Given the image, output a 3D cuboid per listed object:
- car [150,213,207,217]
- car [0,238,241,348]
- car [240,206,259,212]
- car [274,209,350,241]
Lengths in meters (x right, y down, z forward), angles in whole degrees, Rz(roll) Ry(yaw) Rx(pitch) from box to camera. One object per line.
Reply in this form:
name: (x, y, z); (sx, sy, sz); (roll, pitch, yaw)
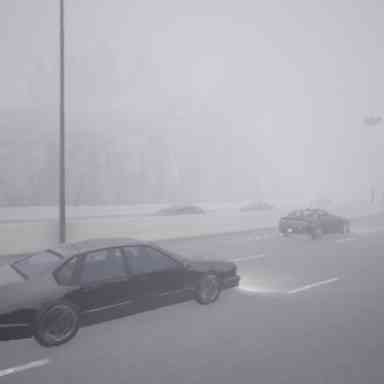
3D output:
car: (-0.986, 1.778, 25.408); (4.892, 1.490, 1.837); (0, -1, -40)
car: (-1.497, 1.630, 6.487); (5.357, 1.411, 2.033); (0, -1, -38)
car: (7.459, 1.814, 37.750); (5.008, 1.535, 1.882); (0, -1, -44)
car: (6.551, 1.628, 17.591); (4.902, 1.511, 2.128); (0, -1, -41)
